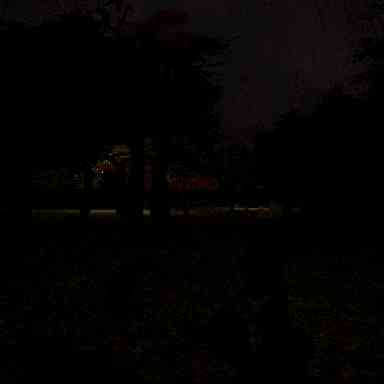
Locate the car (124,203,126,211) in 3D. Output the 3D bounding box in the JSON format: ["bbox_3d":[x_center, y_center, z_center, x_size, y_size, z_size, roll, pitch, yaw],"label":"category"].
[{"bbox_3d":[-16.036,3.685,81.582,2.150,2.045,5.566,0,-1,36],"label":"car"}]

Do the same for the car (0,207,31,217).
[{"bbox_3d":[-28.159,3.080,52.780,1.882,1.535,5.008,0,-2,36],"label":"car"}]
